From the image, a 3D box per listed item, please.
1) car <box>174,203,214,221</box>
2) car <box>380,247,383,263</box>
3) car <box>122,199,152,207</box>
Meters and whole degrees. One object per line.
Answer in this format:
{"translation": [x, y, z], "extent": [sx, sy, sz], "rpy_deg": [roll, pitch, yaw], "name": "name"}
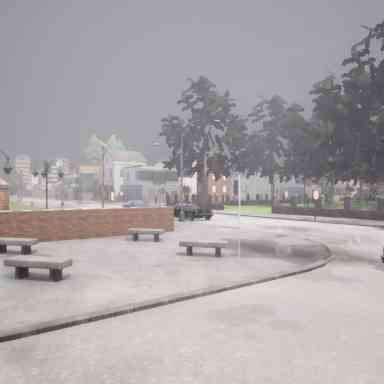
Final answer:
{"translation": [-0.302, 1.601, 27.379], "extent": [1.895, 1.301, 4.718], "rpy_deg": [0, 0, -35], "name": "car"}
{"translation": [7.983, 1.547, 10.287], "extent": [5.357, 1.411, 2.033], "rpy_deg": [0, 0, -35], "name": "car"}
{"translation": [-5.825, 1.526, 35.192], "extent": [1.812, 1.442, 4.674], "rpy_deg": [0, 0, -35], "name": "car"}
